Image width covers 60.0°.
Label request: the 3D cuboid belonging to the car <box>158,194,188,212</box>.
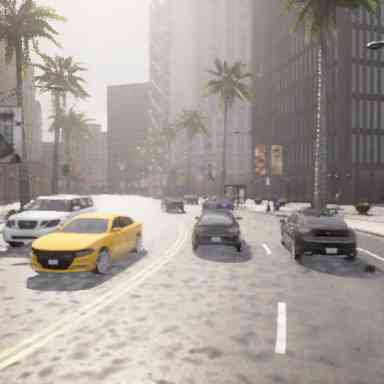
[{"bbox_3d":[-2.110,1.327,35.577,1.837,1.490,4.892,0,0,-15],"label":"car"}]

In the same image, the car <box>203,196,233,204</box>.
[{"bbox_3d":[2.421,1.182,31.830,2.097,1.767,4.553,0,0,-13],"label":"car"}]

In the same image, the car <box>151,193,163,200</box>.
[{"bbox_3d":[-8.097,0.951,82.233,2.185,1.767,4.553,0,0,-15],"label":"car"}]

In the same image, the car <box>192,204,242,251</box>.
[{"bbox_3d":[1.072,1.452,13.724,1.812,1.442,4.674,0,0,6],"label":"car"}]

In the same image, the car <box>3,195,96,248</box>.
[{"bbox_3d":[-5.916,1.159,14.861,2.150,2.045,5.566,0,0,3],"label":"car"}]

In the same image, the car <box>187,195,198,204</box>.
[{"bbox_3d":[-0.347,1.204,53.900,2.231,1.521,4.892,0,0,-15],"label":"car"}]

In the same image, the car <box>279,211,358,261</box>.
[{"bbox_3d":[4.357,1.432,12.001,1.837,1.490,4.892,0,0,8],"label":"car"}]

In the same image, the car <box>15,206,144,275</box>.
[{"bbox_3d":[-3.025,1.430,10.614,1.882,1.535,5.008,0,0,9],"label":"car"}]
